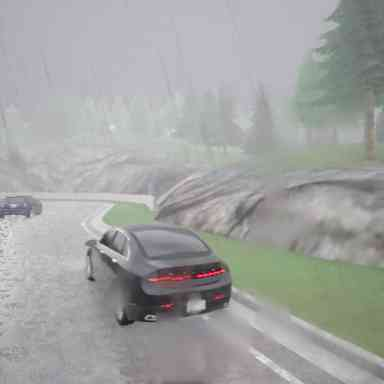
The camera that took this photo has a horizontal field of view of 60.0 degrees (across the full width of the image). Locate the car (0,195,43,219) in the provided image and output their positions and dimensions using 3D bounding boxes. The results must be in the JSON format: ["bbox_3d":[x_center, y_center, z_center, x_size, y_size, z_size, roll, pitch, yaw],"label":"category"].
[{"bbox_3d":[-13.037,1.010,25.625,2.097,1.767,4.553,0,1,-12],"label":"car"}]

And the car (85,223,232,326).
[{"bbox_3d":[-1.027,1.416,7.091,1.837,1.490,4.892,0,1,-27],"label":"car"}]
